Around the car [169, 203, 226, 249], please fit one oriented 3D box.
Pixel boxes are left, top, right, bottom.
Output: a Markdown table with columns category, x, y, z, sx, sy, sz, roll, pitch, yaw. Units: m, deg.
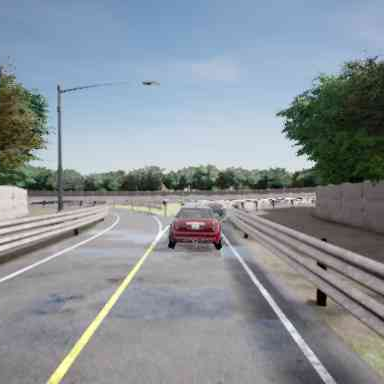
| category | x | y | z | sx | sy | sz | roll | pitch | yaw |
| --- | --- | --- | --- | --- | --- | --- | --- | --- | --- |
| car | 0.158 | 1.373 | 14.957 | 2.097 | 1.767 | 4.553 | 2 | 0 | 1 |
